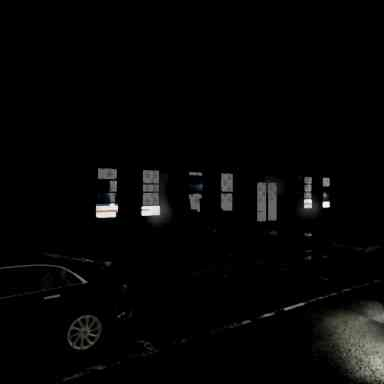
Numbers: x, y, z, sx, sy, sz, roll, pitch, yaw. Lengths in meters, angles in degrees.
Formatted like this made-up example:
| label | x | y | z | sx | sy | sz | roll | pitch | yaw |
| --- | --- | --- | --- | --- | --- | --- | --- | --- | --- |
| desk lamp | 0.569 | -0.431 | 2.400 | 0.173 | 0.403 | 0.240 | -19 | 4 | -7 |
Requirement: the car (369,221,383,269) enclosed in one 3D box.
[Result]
| label | x | y | z | sx | sy | sz | roll | pitch | yaw |
| --- | --- | --- | --- | --- | --- | --- | --- | --- | --- |
| car | 6.466 | 1.477 | 7.856 | 5.008 | 1.535 | 1.882 | 0 | 0 | -35 |

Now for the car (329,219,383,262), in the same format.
| label | x | y | z | sx | sy | sz | roll | pitch | yaw |
| --- | --- | --- | --- | --- | --- | --- | --- | --- | --- |
| car | 6.329 | 1.582 | 11.061 | 4.206 | 1.307 | 1.802 | 0 | 0 | -35 |

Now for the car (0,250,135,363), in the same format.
| label | x | y | z | sx | sy | sz | roll | pitch | yaw |
| --- | --- | --- | --- | --- | --- | --- | --- | --- | --- |
| car | -2.945 | 1.551 | 4.458 | 4.403 | 1.369 | 2.008 | 0 | 0 | -35 |
